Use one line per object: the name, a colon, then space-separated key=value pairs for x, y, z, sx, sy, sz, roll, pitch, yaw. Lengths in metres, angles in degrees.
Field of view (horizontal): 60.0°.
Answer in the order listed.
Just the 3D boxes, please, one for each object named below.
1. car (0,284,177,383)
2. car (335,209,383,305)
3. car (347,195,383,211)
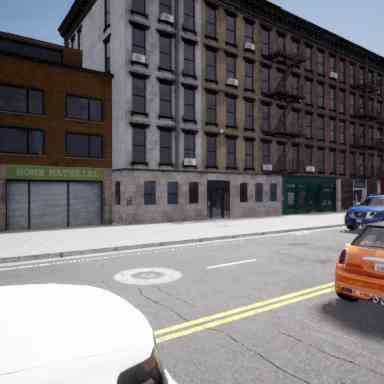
car: x=-2.694 y=1.221 z=1.533 sx=5.566 sy=2.045 sz=2.150 roll=0 pitch=0 yaw=-36
car: x=5.088 y=1.352 z=7.034 sx=4.553 sy=1.767 sz=2.097 roll=0 pitch=0 yaw=-35
car: x=11.325 y=1.225 z=19.652 sx=5.566 sy=2.045 sz=2.150 roll=0 pitch=0 yaw=-35
